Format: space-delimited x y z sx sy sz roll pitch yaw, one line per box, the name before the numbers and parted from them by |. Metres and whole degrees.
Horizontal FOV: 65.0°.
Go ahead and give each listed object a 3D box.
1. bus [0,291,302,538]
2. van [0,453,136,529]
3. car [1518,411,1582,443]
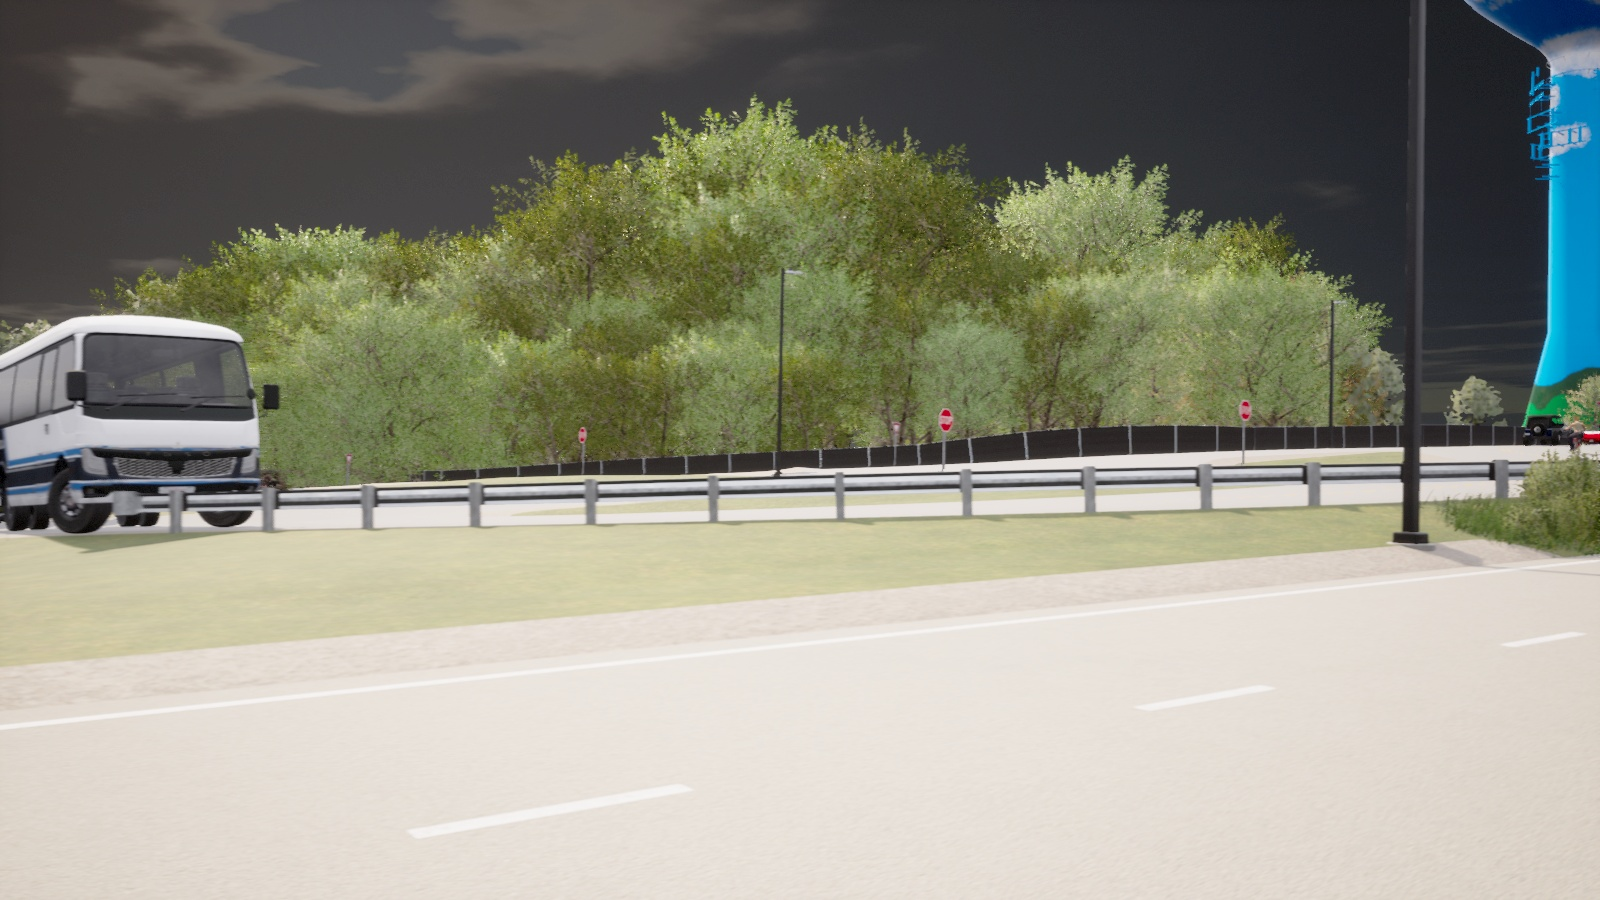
bus | -14.552 -0.375 26.704 3.944 4.253 10.273 0 -3 -42
van | -21.100 1.125 34.926 4.442 1.987 1.775 -2 0 -21
car | 44.920 -1.384 75.210 3.866 1.878 1.905 -1 1 -37
